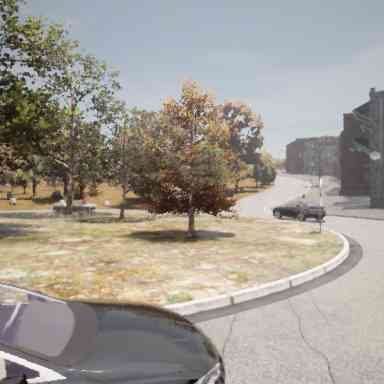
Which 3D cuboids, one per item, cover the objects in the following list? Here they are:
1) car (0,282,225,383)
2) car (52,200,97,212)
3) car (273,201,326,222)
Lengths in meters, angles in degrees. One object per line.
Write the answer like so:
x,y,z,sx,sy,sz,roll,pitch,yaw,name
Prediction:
-2.090,1.490,2.576,4.902,1.511,2.128,0,0,-20,car
-12.996,1.587,36.886,4.718,1.301,1.895,1,0,-16,car
8.506,1.498,26.759,2.128,1.511,4.902,0,0,-22,car
